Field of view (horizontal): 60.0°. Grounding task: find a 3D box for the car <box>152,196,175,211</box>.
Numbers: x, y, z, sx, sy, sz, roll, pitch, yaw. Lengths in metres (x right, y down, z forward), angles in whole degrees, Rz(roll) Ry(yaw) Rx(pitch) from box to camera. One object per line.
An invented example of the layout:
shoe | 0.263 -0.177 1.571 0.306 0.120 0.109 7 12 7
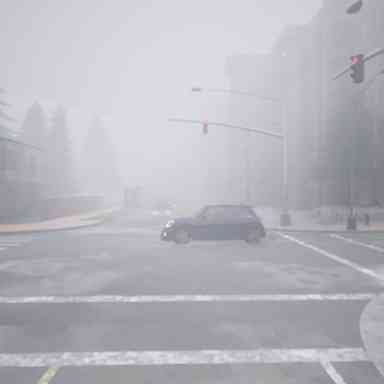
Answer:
car | -3.629 1.321 40.754 2.097 1.767 4.553 0 0 0

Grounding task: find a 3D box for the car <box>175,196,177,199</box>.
car | -3.550 1.519 59.242 1.837 1.490 4.892 0 0 0

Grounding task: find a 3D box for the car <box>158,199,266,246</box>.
car | 0.887 1.329 14.864 4.553 1.767 2.097 0 0 -4
